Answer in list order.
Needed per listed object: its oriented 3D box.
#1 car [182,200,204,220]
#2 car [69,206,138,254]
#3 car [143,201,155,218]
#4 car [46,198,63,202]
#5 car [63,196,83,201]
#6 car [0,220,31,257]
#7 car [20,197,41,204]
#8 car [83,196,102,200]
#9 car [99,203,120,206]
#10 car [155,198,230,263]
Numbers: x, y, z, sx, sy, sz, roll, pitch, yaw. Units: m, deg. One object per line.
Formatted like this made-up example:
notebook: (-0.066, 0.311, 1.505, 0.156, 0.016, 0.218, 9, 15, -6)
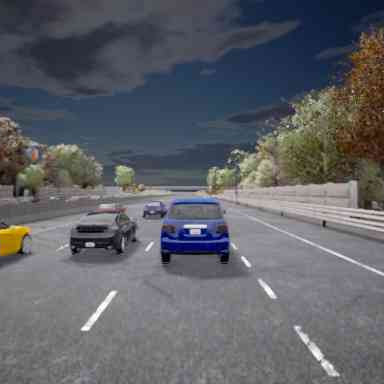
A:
car: (0.091, 1.534, 29.813, 1.837, 1.490, 4.892, 0, 0, 0)
car: (-3.404, 1.514, 13.528, 1.837, 1.490, 4.892, 0, 0, 0)
car: (-3.410, 1.556, 30.839, 1.812, 1.442, 4.674, 0, 0, 0)
car: (-24.525, 1.672, 60.030, 1.895, 1.301, 4.718, 0, 0, 0)
car: (-21.035, 1.551, 60.247, 1.882, 1.535, 5.008, 0, 0, 0)
car: (-6.902, 1.484, 10.398, 1.882, 1.535, 5.008, 0, 0, 0)
car: (-28.039, 1.569, 57.905, 1.837, 1.490, 4.892, 0, 0, 1)
car: (-17.538, 1.551, 60.330, 1.882, 1.535, 5.008, 0, 0, 0)
car: (-6.906, 1.627, 28.307, 1.895, 1.301, 4.718, 0, 0, 0)
car: (0.095, 1.230, 12.162, 2.150, 2.045, 5.566, 0, 0, 0)
